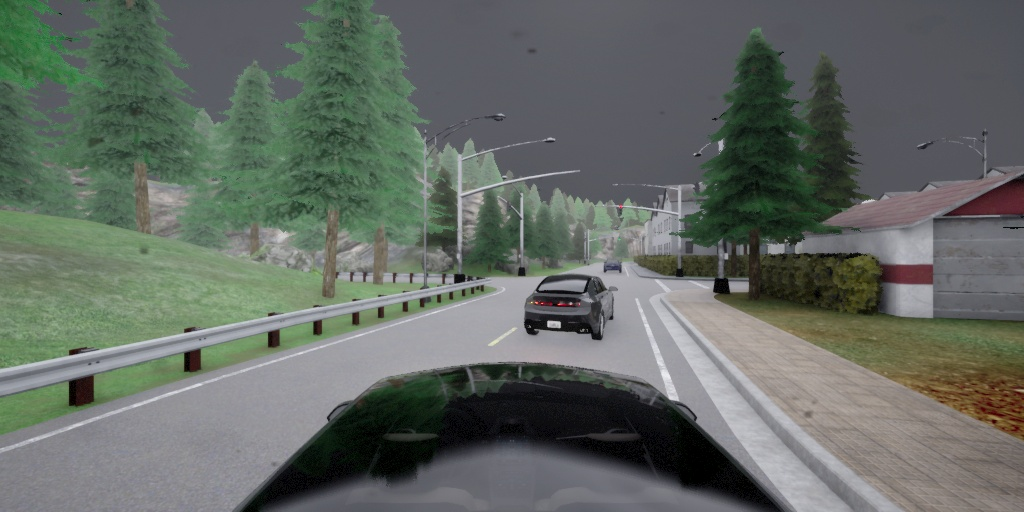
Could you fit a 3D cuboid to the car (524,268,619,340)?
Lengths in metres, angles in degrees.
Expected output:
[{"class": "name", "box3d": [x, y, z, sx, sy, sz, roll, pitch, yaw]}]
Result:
[{"class": "car", "box3d": [1.785, 1.255, 10.130, 1.837, 1.490, 4.892, 0, 0, 21]}]

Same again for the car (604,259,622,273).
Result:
[{"class": "car", "box3d": [12.400, 1.102, 44.098, 2.097, 1.767, 4.553, 0, 0, 17]}]
